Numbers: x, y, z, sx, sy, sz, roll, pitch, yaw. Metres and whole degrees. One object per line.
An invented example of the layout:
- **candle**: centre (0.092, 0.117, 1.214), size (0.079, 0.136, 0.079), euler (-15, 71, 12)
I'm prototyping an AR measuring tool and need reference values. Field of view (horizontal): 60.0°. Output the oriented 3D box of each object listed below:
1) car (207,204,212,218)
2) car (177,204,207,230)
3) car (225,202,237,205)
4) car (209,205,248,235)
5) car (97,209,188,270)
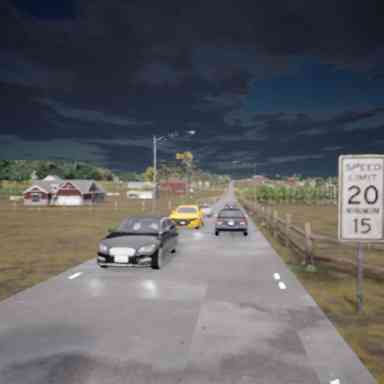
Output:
- **car**: centre (1.093, 1.882, 33.903), size (1.895, 1.301, 4.718), euler (0, 0, 7)
- **car**: centre (-0.263, 1.656, 22.882), size (1.882, 1.535, 5.008), euler (0, -1, 7)
- **car**: centre (4.990, 1.928, 42.165), size (2.033, 1.411, 5.357), euler (0, 0, 7)
- **car**: centre (2.346, 1.720, 19.909), size (2.033, 1.411, 5.357), euler (0, 0, 7)
- **car**: centre (-1.632, 1.564, 11.463), size (2.128, 1.511, 4.902), euler (0, 0, 7)
